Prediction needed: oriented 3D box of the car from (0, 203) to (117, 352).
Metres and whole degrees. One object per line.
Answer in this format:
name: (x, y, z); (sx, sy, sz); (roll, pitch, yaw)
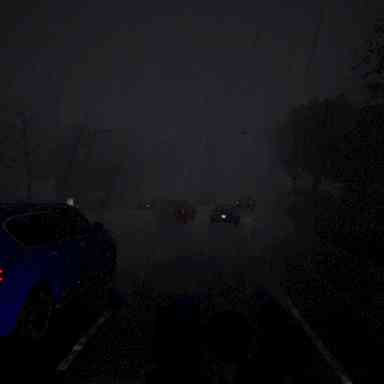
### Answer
car: (-3.139, 1.209, 6.338); (2.150, 2.045, 5.566); (0, 0, 3)

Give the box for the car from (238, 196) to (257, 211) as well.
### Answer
car: (6.866, 1.335, 41.769); (2.097, 1.767, 4.553); (0, 0, 17)

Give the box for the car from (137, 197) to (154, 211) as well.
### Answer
car: (-4.916, 1.419, 39.695); (1.882, 1.535, 5.008); (0, 0, 16)

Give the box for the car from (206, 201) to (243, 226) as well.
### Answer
car: (2.386, 1.551, 23.505); (1.994, 1.385, 4.181); (0, 0, 10)

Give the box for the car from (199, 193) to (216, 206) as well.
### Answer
car: (2.053, 1.178, 50.028); (2.150, 2.045, 5.566); (0, 0, 20)

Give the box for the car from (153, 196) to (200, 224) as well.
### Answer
car: (-1.018, 1.327, 24.417); (2.097, 1.767, 4.553); (0, 0, 10)
